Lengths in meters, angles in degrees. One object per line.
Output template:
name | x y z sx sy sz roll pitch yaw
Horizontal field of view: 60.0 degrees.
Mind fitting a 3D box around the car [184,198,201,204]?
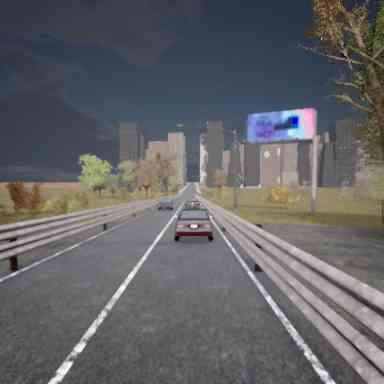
car | 0.055 1.513 42.769 2.128 1.511 4.902 0 0 0

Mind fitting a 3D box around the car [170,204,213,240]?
car | 0.082 1.556 17.149 2.033 1.411 5.357 0 0 0

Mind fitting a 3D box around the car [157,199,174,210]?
car | -3.296 1.573 42.652 2.033 1.411 5.357 0 0 0
